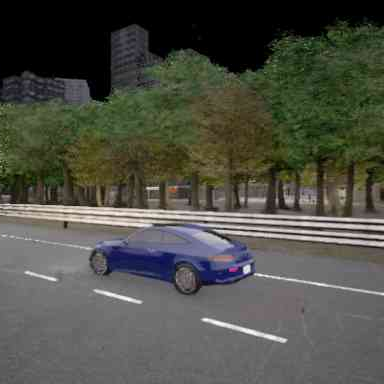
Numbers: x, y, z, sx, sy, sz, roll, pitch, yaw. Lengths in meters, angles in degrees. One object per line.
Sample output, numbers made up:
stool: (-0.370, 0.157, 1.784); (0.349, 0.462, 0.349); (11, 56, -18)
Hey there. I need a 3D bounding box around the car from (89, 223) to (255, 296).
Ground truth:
car: (-0.669, 1.536, 8.645); (4.674, 1.442, 1.812); (0, 0, 36)
